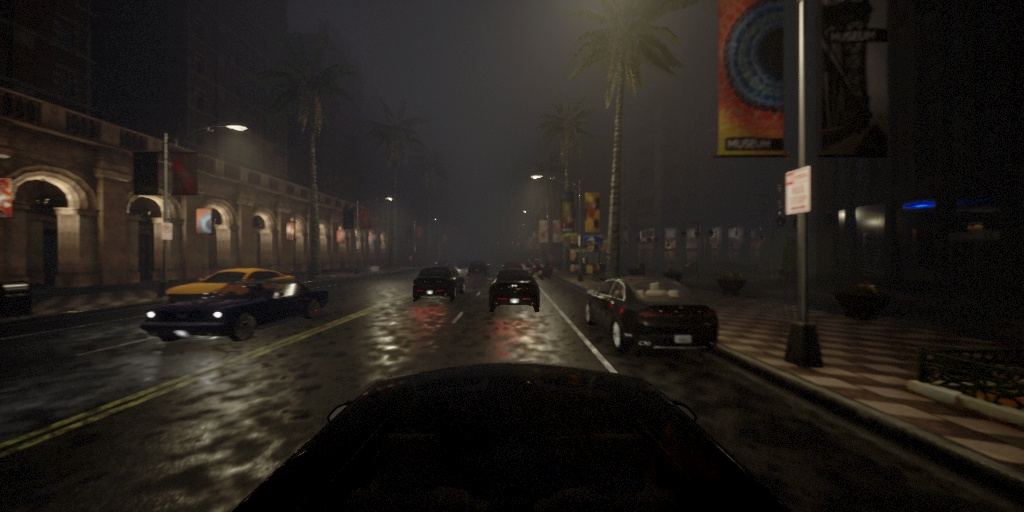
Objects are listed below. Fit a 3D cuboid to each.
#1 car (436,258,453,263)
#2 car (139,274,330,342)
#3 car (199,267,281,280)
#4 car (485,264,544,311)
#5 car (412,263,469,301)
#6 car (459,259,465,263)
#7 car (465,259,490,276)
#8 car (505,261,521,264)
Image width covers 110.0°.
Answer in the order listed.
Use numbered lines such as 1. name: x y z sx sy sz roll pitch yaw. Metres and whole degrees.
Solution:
1. car: -10.448 1.102 55.280 2.097 1.767 4.553 0 0 1
2. car: -7.108 1.351 9.916 1.895 1.301 4.718 0 0 0
3. car: -10.610 1.227 13.989 1.882 1.535 5.008 0 0 0
4. car: 0.087 1.255 14.448 1.837 1.490 4.892 0 0 0
5. car: -3.412 1.255 17.314 1.837 1.490 4.892 0 0 0
6. car: -6.962 1.228 53.824 1.882 1.535 5.008 0 0 1
7. car: -3.427 1.228 37.424 1.882 1.535 5.008 0 0 0
8. car: 0.076 1.228 32.988 1.882 1.535 5.008 0 0 0
